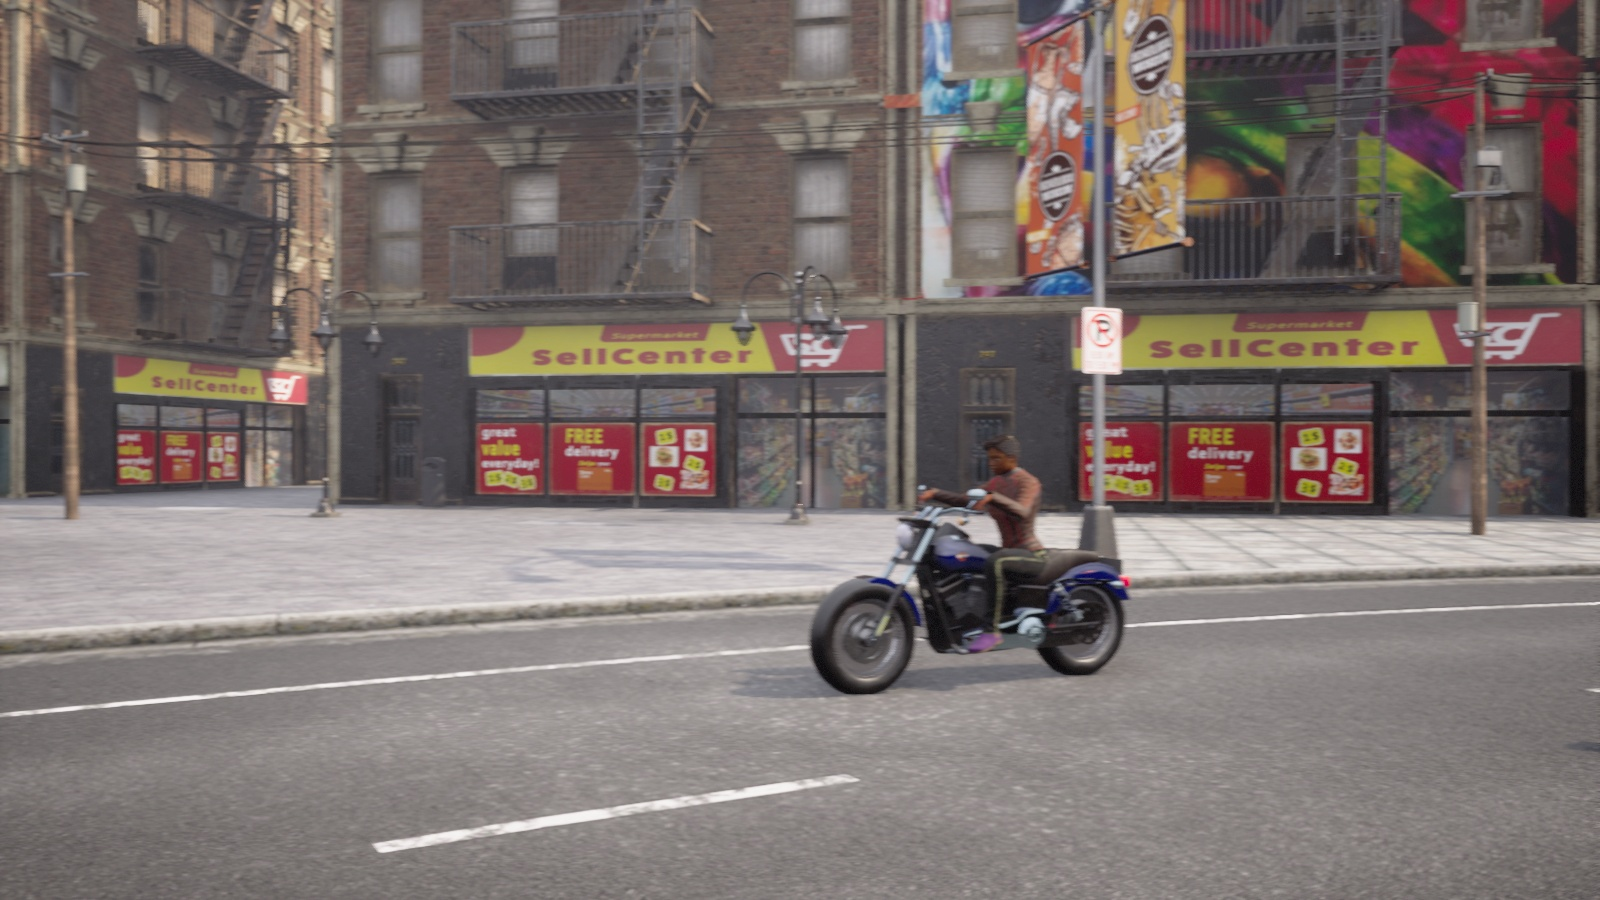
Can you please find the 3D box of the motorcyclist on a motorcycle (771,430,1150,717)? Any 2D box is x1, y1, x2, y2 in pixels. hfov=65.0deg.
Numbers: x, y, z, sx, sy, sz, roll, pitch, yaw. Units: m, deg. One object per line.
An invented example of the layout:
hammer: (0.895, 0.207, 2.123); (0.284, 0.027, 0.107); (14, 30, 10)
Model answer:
motorcyclist on a motorcycle: (1.050, 0.702, 8.037); (2.350, 1.649, 0.766); (0, 0, -25)
